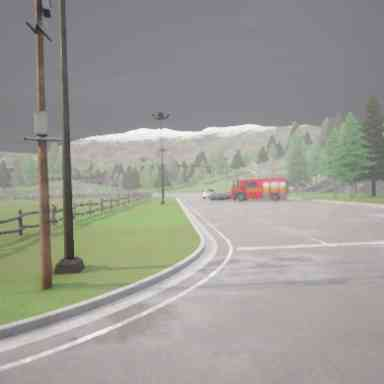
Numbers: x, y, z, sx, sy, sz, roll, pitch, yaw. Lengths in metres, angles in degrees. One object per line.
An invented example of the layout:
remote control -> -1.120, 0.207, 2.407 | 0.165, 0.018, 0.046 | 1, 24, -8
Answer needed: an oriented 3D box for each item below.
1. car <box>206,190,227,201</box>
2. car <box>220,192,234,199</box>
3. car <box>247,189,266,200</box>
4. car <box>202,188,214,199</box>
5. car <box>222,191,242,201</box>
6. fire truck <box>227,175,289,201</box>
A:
car -> 3.994, 0.781, 54.732 | 1.994, 1.385, 4.181 | -2, 1, -4
car -> 6.820, 0.621, 65.030 | 1.895, 1.301, 4.718 | -1, 1, -4
car -> 10.882, 0.377, 56.689 | 2.097, 1.767, 4.553 | -1, 1, -4
car -> 3.319, 0.330, 64.792 | 2.150, 2.045, 5.566 | -1, 1, -4
car -> 6.687, 0.699, 55.325 | 2.033, 1.411, 5.357 | -1, 1, 20
fire truck -> 10.318, -0.554, 50.882 | 8.468, 3.827, 2.891 | -1, 1, 21
